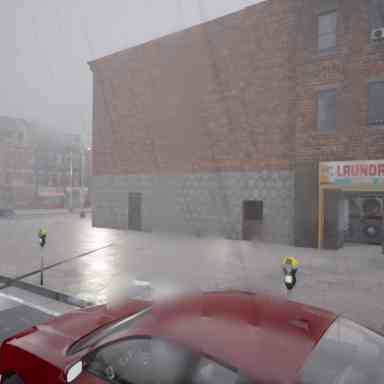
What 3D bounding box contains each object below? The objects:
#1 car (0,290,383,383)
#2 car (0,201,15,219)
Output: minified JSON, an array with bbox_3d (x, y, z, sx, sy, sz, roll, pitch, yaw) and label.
[{"bbox_3d":[0.137,1.544,2.700,4.507,1.381,1.887,0,1,36],"label":"car"},{"bbox_3d":[-19.012,1.590,30.638,2.097,1.767,4.553,1,0,36],"label":"car"}]
